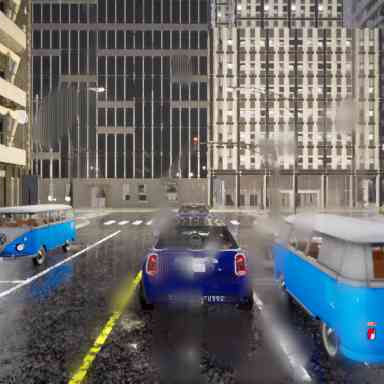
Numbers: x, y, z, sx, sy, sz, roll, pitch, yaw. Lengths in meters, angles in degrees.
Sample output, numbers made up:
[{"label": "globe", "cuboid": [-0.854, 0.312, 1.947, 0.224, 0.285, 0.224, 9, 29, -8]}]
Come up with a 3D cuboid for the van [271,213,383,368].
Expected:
[{"label": "van", "cuboid": [2.559, 1.343, 5.615, 1.690, 1.788, 3.998, 0, 0, 0]}]

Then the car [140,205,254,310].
[{"label": "car", "cuboid": [0.085, 1.354, 7.988, 2.097, 1.767, 4.553, 0, 0, 0]}]

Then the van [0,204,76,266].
[{"label": "van", "cuboid": [-5.333, 1.345, 11.283, 1.690, 1.788, 3.998, 0, 0, 0]}]

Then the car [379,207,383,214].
[{"label": "car", "cuboid": [18.984, 1.490, 29.035, 4.829, 1.417, 1.752, 0, 0, 0]}]

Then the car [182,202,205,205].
[{"label": "car", "cuboid": [0.088, 1.359, 18.015, 2.097, 1.767, 4.553, 0, 0, 0]}]
